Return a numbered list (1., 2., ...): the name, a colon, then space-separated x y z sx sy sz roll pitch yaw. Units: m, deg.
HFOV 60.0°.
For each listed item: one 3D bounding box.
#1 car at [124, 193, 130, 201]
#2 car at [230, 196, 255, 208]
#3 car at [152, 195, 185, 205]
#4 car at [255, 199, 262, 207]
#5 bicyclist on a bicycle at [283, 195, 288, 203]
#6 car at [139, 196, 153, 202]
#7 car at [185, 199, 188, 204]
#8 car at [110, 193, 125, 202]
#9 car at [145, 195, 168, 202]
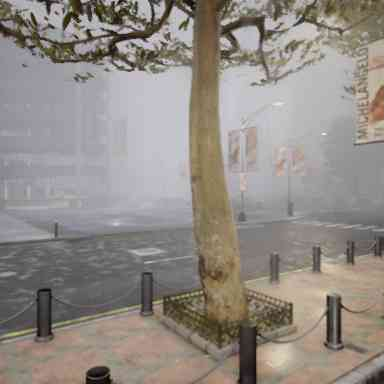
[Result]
1. car: -17.899 1.172 81.220 5.566 2.045 2.150 0 0 11
2. car: 6.286 1.532 47.263 1.812 1.442 4.674 0 0 -36
3. car: -4.380 1.554 61.295 2.033 1.411 5.357 0 0 -44
4. car: 8.432 1.359 50.273 2.097 1.767 4.553 0 0 -36
5. bicyclist on a bicycle: 17.562 1.310 62.360 1.656 1.620 0.582 0 0 -36
6. car: -9.553 1.531 74.225 4.674 1.442 1.812 0 0 26
7. car: -2.656 1.571 64.484 1.994 1.385 4.181 0 0 -45
8. car: -18.831 1.551 77.847 4.718 1.301 1.895 0 0 11
9. car: -8.342 1.533 77.525 4.902 1.511 2.128 0 0 26
